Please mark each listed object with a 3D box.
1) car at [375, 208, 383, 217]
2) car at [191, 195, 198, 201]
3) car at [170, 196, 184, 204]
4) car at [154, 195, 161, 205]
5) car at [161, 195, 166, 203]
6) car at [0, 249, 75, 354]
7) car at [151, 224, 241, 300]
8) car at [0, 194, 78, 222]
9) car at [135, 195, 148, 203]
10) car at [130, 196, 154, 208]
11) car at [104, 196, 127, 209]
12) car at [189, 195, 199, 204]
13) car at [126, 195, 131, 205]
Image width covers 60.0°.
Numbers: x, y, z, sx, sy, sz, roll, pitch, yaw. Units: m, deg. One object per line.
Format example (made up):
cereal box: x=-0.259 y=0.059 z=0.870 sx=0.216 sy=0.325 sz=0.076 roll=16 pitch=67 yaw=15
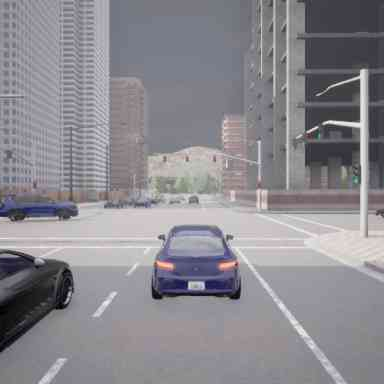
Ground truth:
car: x=18.339 y=1.547 z=27.732 sx=5.357 sy=1.411 sz=2.033 roll=0 pitch=0 yaw=1
car: x=0.670 y=1.524 z=85.990 sx=1.812 sy=1.442 sz=4.674 roll=0 pitch=0 yaw=1
car: x=-3.126 y=1.601 z=64.280 sx=1.895 sy=1.301 sz=4.718 roll=0 pitch=0 yaw=1
car: x=-6.928 y=1.601 z=57.389 sx=1.895 sy=1.301 sz=4.718 roll=0 pitch=0 yaw=1
car: x=-6.654 y=1.351 z=68.587 sx=2.097 sy=1.767 sz=4.553 roll=0 pitch=0 yaw=1
car: x=-3.429 y=1.564 z=5.214 sx=1.994 sy=1.385 sz=4.181 roll=0 pitch=0 yaw=1
car: x=0.093 y=1.526 z=8.296 sx=1.812 sy=1.442 sz=4.674 roll=0 pitch=0 yaw=0
car: x=-11.850 y=1.221 z=25.992 sx=5.566 sy=2.045 sz=2.150 roll=0 pitch=1 yaw=-20
car: x=-10.185 y=1.478 z=67.245 sx=1.882 sy=1.535 sz=5.008 roll=0 pitch=0 yaw=2
car: x=-7.104 y=1.478 z=48.046 sx=1.882 sy=1.535 sz=5.008 roll=0 pitch=0 yaw=1
car: x=-10.643 y=1.564 z=45.545 sx=1.994 sy=1.385 sz=4.181 roll=0 pitch=0 yaw=1
car: x=0.401 y=1.491 z=65.760 sx=2.128 sy=1.511 sz=4.902 roll=0 pitch=0 yaw=1
car: x=-10.498 y=1.352 z=54.105 sx=2.097 sy=1.767 sz=4.553 roll=0 pitch=0 yaw=1
